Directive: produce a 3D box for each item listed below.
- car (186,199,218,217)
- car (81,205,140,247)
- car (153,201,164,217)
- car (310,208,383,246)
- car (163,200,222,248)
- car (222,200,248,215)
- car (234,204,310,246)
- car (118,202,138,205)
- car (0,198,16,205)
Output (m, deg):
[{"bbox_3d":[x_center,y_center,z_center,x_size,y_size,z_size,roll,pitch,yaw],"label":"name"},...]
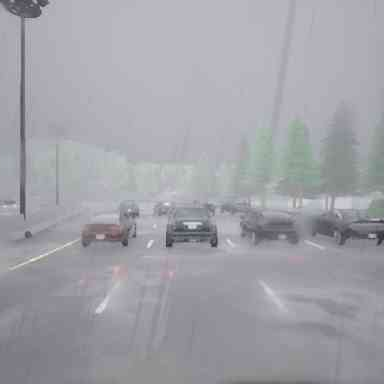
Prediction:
[{"bbox_3d":[0.863,1.514,32.464,1.837,1.490,4.892,0,0,-14],"label":"car"},{"bbox_3d":[-3.583,1.530,14.888,1.812,1.442,4.674,0,0,-3],"label":"car"},{"bbox_3d":[-2.531,1.561,31.606,2.033,1.411,5.357,0,0,-14],"label":"car"},{"bbox_3d":[6.906,1.492,15.367,2.128,1.511,4.902,0,0,-3],"label":"car"},{"bbox_3d":[-0.085,1.363,15.018,2.097,1.767,4.553,0,0,-3],"label":"car"},{"bbox_3d":[4.256,1.493,33.321,2.128,1.511,4.902,0,0,-14],"label":"car"},{"bbox_3d":[3.410,1.514,15.207,1.837,1.490,4.892,0,0,-3],"label":"car"},{"bbox_3d":[-5.924,1.570,30.749,1.994,1.385,4.181,0,0,-14],"label":"car"},{"bbox_3d":[-32.503,1.653,58.301,1.895,1.301,4.718,0,0,-43],"label":"car"}]
